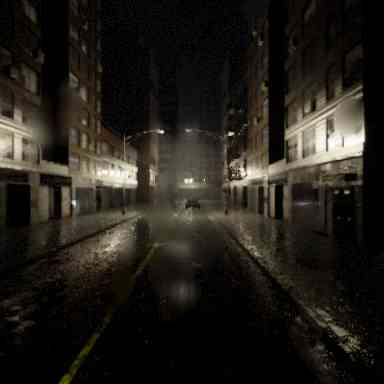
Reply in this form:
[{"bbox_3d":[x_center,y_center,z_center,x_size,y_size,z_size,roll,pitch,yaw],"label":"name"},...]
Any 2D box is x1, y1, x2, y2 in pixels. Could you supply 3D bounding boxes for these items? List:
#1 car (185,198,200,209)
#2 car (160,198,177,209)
[{"bbox_3d":[0.098,1.554,45.621,1.994,1.385,4.181,0,0,0],"label":"car"},{"bbox_3d":[-3.085,1.516,45.196,1.812,1.442,4.674,0,0,0],"label":"car"}]
